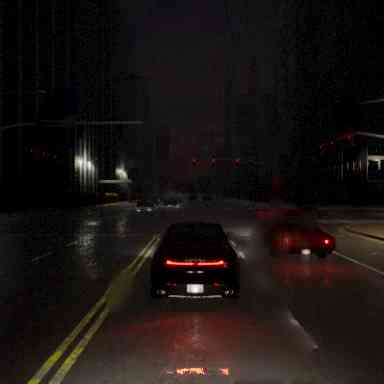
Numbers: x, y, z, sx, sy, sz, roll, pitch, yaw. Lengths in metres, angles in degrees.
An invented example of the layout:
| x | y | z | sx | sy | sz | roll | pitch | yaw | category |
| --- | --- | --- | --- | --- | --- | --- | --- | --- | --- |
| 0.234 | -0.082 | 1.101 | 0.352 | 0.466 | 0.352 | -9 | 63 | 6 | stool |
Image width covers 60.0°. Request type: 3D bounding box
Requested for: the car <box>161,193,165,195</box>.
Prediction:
| x | y | z | sx | sy | sz | roll | pitch | yaw | category |
| --- | --- | --- | --- | --- | --- | --- | --- | --- | --- |
| -6.788 | 1.210 | 70.493 | 2.150 | 2.045 | 5.566 | 0 | 0 | 0 | car |

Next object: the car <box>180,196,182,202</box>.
| x | y | z | sx | sy | sz | roll | pitch | yaw | category |
| --- | --- | --- | --- | --- | --- | --- | --- | --- | --- |
| -3.363 | 1.587 | 63.196 | 1.895 | 1.301 | 4.718 | 0 | 0 | 1 | car |

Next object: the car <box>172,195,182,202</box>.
| x | y | z | sx | sy | sz | roll | pitch | yaw | category |
| --- | --- | --- | --- | --- | --- | --- | --- | --- | --- |
| -3.280 | 1.462 | 73.317 | 1.882 | 1.535 | 5.008 | 0 | 0 | 0 | car |

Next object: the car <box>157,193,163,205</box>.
| x | y | z | sx | sy | sz | roll | pitch | yaw | category |
| --- | --- | --- | --- | --- | --- | --- | --- | --- | --- |
| -6.891 | 1.492 | 60.086 | 1.837 | 1.490 | 4.892 | 0 | 0 | 1 | car |

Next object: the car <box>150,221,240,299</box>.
| x | y | z | sx | sy | sz | roll | pitch | yaw | category |
| --- | --- | --- | --- | --- | --- | --- | --- | --- | --- |
| 0.084 | 1.503 | 8.458 | 1.837 | 1.490 | 4.892 | 0 | 0 | 1 | car |

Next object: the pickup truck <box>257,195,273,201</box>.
| x | y | z | sx | sy | sz | roll | pitch | yaw | category |
| --- | --- | --- | --- | --- | --- | --- | --- | --- | --- |
| 16.849 | 1.042 | 75.768 | 2.390 | 2.098 | 6.274 | 0 | 0 | 31 | pickup truck |

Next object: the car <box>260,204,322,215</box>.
| x | y | z | sx | sy | sz | roll | pitch | yaw | category |
| --- | --- | --- | --- | --- | --- | --- | --- | --- | --- |
| 7.276 | 1.595 | 25.288 | 4.718 | 1.301 | 1.895 | 0 | 0 | 1 | car |

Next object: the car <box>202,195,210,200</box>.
| x | y | z | sx | sy | sz | roll | pitch | yaw | category |
| --- | --- | --- | --- | --- | --- | --- | --- | --- | --- |
| 3.773 | 1.533 | 90.466 | 1.994 | 1.385 | 4.181 | 0 | 0 | 0 | car |

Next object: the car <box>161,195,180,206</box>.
| x | y | z | sx | sy | sz | roll | pitch | yaw | category |
| --- | --- | --- | --- | --- | --- | --- | --- | --- | --- |
| -3.419 | 1.552 | 53.907 | 1.994 | 1.385 | 4.181 | 0 | 0 | 0 | car |

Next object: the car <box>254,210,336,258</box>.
| x | y | z | sx | sy | sz | roll | pitch | yaw | category |
| --- | --- | --- | --- | --- | --- | --- | --- | --- | --- |
| 3.618 | 1.598 | 12.715 | 1.895 | 1.301 | 4.718 | 0 | 0 | 0 | car |

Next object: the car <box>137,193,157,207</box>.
| x | y | z | sx | sy | sz | roll | pitch | yaw | category |
| --- | --- | --- | --- | --- | --- | --- | --- | --- | --- |
| -6.941 | 1.341 | 49.933 | 2.097 | 1.767 | 4.553 | 0 | 0 | 0 | car |

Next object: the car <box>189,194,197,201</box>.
| x | y | z | sx | sy | sz | roll | pitch | yaw | category |
| --- | --- | --- | --- | --- | --- | --- | --- | --- | --- |
| 0.241 | 1.470 | 79.988 | 1.837 | 1.490 | 4.892 | 0 | 0 | 0 | car |

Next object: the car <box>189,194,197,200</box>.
| x | y | z | sx | sy | sz | roll | pitch | yaw | category |
| --- | --- | --- | --- | --- | --- | --- | --- | --- | --- |
| 0.272 | 1.357 | 90.372 | 1.994 | 1.385 | 4.181 | 0 | 0 | 0 | car |

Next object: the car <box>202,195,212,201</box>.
| x | y | z | sx | sy | sz | roll | pitch | yaw | category |
| --- | --- | --- | --- | --- | --- | --- | --- | --- | --- |
| 3.742 | 1.460 | 80.304 | 1.882 | 1.535 | 5.008 | 0 | 0 | 0 | car |
